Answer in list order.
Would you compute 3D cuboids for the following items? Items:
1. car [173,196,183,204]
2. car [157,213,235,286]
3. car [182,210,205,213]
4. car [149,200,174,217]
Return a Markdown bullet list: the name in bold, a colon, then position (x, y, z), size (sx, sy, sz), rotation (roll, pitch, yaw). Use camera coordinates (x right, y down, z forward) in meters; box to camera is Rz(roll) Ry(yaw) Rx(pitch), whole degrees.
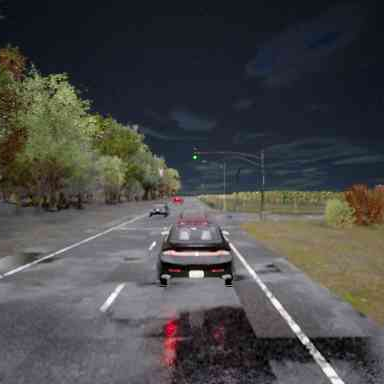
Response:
- **car**: position (-3.519, 1.979, 83.481), size (2.150, 2.045, 5.566), rotation (0, -1, 0)
- **car**: position (0.097, 1.583, 9.637), size (2.128, 1.511, 4.902), rotation (0, 0, 0)
- **car**: position (0.095, 1.794, 20.739), size (1.895, 1.301, 4.718), rotation (0, -1, 0)
- **car**: position (-3.408, 1.876, 35.615), size (2.033, 1.411, 5.357), rotation (0, 0, 0)
